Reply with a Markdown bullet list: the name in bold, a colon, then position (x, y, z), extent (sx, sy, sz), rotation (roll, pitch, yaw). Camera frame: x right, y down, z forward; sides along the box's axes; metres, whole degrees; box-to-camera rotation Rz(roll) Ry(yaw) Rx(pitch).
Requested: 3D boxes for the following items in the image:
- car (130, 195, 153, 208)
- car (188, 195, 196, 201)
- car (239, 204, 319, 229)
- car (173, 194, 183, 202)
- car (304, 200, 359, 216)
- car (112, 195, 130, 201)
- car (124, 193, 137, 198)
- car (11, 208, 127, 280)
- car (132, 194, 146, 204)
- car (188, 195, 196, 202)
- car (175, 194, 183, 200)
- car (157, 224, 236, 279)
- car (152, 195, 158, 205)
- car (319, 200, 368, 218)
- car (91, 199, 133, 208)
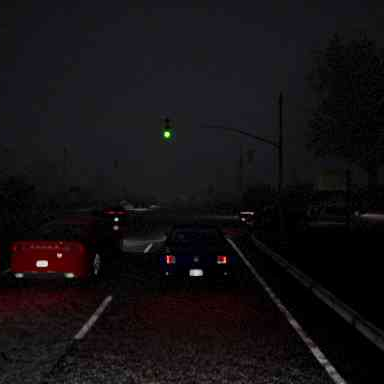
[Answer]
- **car**: position (-7.117, 1.556, 47.569), extent (2.033, 1.411, 5.357), rotation (0, 0, -3)
- **car**: position (0.065, 1.542, 87.972), extent (2.128, 1.511, 4.902), rotation (0, 0, 1)
- **car**: position (5.414, 1.496, 21.595), extent (4.902, 1.511, 2.128), rotation (0, -1, -24)
- **car**: position (-3.479, 1.547, 77.595), extent (2.033, 1.411, 5.357), rotation (0, 0, 0)
- **car**: position (13.588, 1.532, 32.630), extent (4.674, 1.442, 1.812), rotation (0, 0, 5)
- **car**: position (-10.581, 1.556, 46.328), extent (2.033, 1.411, 5.357), rotation (0, 0, 0)
- **car**: position (-10.535, 1.232, 56.327), extent (2.150, 2.045, 5.566), rotation (0, 0, 1)
- **car**: position (-3.396, 1.479, 10.023), extent (1.882, 1.535, 5.008), rotation (0, 0, 0)
- **car**: position (-10.486, 1.364, 66.363), extent (2.097, 1.767, 4.553), rotation (0, 0, 0)
- **car**: position (0.021, 1.515, 77.608), extent (1.837, 1.490, 4.892), rotation (0, 0, 0)
- **car**: position (-3.436, 1.344, 88.004), extent (1.882, 1.535, 5.008), rotation (0, 0, 1)
- **car**: position (0.103, 1.603, 9.999), extent (1.895, 1.301, 4.718), rotation (0, 0, 0)
- **car**: position (-7.038, 1.363, 57.094), extent (2.097, 1.767, 4.553), rotation (0, 0, 0)
- **car**: position (12.727, 1.496, 29.174), extent (4.902, 1.511, 2.128), rotation (0, 0, 3)
- **car**: position (-6.081, 1.512, 23.870), extent (1.837, 1.490, 4.892), rotation (2, 0, -28)
